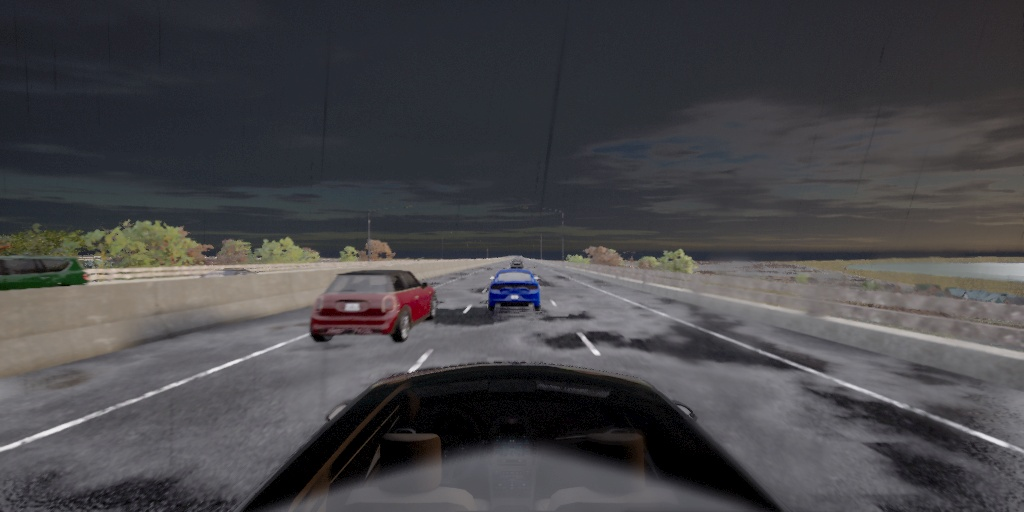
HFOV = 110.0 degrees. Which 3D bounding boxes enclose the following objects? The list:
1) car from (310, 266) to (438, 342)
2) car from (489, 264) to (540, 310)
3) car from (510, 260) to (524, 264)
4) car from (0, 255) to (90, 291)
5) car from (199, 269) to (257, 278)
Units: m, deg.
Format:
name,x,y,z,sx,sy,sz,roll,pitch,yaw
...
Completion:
name,x,y,z,sx,sy,sz,roll,pitch,yaw
car,-3.486,1.128,9.973,2.097,1.767,4.553,0,0,0
car,0.101,1.274,14.907,1.882,1.535,5.008,0,0,0
car,0.708,1.459,52.234,1.837,1.490,4.892,0,0,1
car,-17.568,0.990,11.640,2.150,2.045,5.566,0,0,0
car,-14.015,1.357,17.685,1.994,1.385,4.181,0,0,1
